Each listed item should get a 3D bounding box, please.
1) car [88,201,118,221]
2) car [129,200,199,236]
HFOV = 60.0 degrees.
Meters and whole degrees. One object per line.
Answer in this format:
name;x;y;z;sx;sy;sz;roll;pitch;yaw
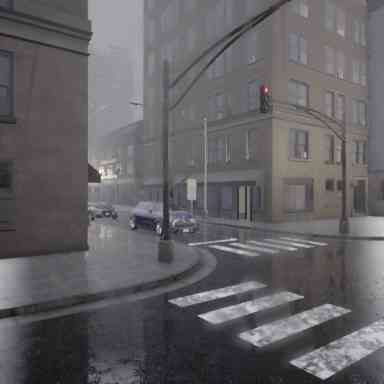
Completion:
car;-7.390;1.428;26.105;1.994;1.385;4.181;0;0;-35
car;-1.595;1.269;17.998;2.097;1.767;4.553;0;0;-36
